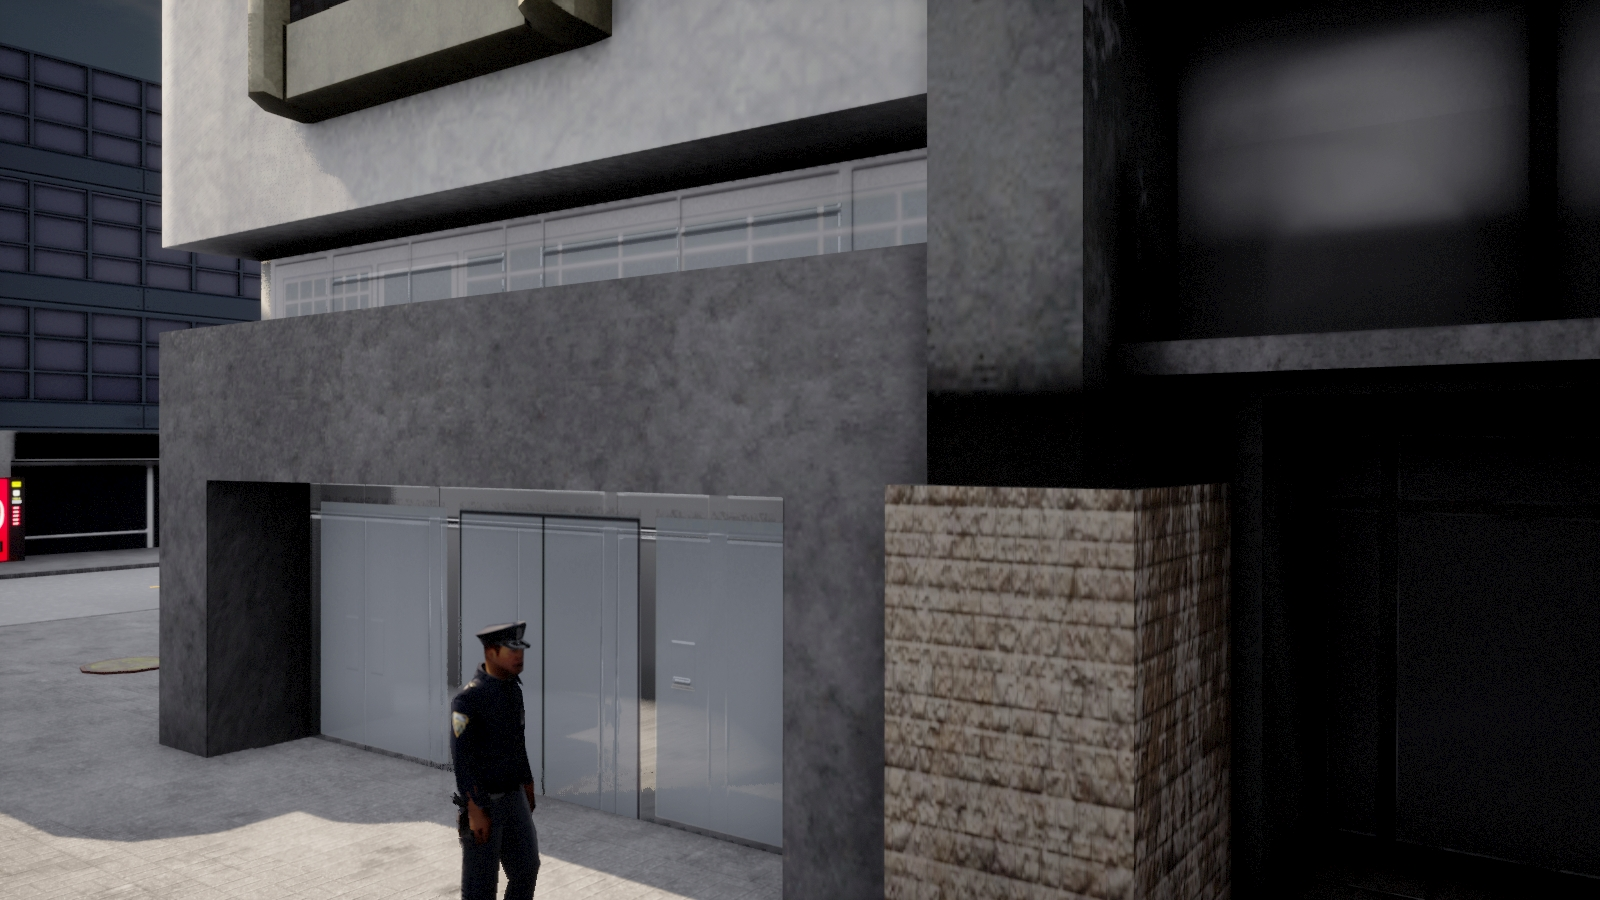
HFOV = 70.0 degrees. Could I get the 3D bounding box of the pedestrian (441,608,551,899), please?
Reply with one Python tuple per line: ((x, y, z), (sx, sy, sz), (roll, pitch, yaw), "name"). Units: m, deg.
((-1.501, 1.744, 5.654), (0.375, 1.860, 0.375), (0, 0, 24), "pedestrian")
